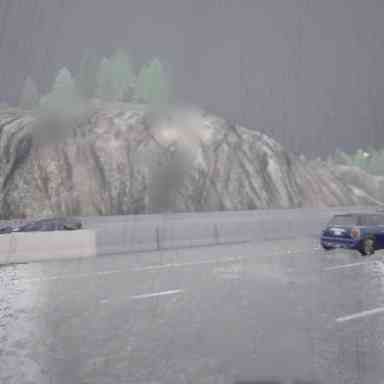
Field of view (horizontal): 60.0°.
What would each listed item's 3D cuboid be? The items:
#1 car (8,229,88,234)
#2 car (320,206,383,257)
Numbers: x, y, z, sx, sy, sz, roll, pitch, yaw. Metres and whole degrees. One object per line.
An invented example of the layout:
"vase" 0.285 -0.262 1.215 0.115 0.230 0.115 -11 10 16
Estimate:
"car" -8.146 2.486 18.754 4.718 1.301 1.895 -1 -2 -24
"car" 7.919 1.692 14.712 4.553 1.767 2.097 0 -2 -27
